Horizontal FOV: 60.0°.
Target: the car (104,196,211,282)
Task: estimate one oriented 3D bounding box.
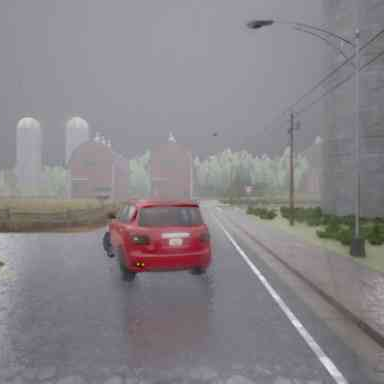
[{"bbox_3d":[-1.260,1.215,10.072,2.150,2.045,5.566,0,0,-19],"label":"car"}]

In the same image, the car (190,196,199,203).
[{"bbox_3d":[0.497,1.545,66.070,1.895,1.301,4.718,0,0,0],"label":"car"}]

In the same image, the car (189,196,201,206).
[{"bbox_3d":[0.498,1.478,56.023,1.812,1.442,4.674,0,0,1],"label":"car"}]
